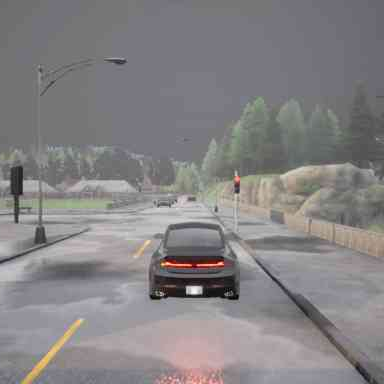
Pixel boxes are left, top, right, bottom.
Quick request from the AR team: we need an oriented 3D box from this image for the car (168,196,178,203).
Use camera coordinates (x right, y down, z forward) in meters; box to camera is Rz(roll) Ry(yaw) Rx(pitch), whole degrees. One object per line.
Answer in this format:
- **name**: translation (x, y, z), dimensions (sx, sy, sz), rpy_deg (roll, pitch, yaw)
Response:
- **car**: translation (-4.019, 1.595, 69.926), dimensions (1.895, 1.301, 4.718), rpy_deg (0, 0, 0)

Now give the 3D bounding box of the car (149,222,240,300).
- **car**: translation (0.058, 1.505, 8.363), dimensions (1.837, 1.490, 4.892), rpy_deg (0, 0, 0)

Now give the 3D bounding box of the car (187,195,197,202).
- **car**: translation (-0.020, 1.324, 70.981), dimensions (1.882, 1.535, 5.008), rpy_deg (0, 0, 0)

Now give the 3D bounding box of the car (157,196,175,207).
- **car**: translation (-4.109, 1.564, 49.729), dimensions (1.994, 1.385, 4.181), rpy_deg (0, 0, 0)

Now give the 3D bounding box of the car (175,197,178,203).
- **car**: translation (-4.094, 1.505, 59.744), dimensions (1.837, 1.490, 4.892), rpy_deg (0, 0, 0)
